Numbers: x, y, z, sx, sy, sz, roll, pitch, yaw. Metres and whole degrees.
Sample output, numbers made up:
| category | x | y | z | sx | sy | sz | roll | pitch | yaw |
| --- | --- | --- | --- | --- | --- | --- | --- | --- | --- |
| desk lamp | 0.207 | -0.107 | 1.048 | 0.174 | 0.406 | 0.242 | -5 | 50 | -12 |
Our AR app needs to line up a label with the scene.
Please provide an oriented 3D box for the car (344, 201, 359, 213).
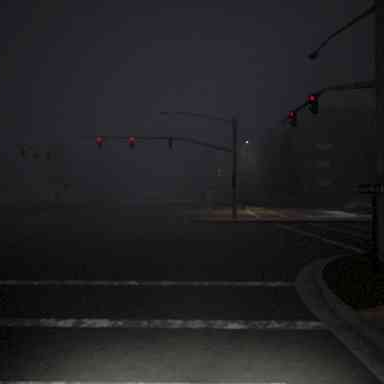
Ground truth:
| category | x | y | z | sx | sy | sz | roll | pitch | yaw |
| --- | --- | --- | --- | --- | --- | --- | --- | --- | --- |
| car | 19.384 | 1.514 | 36.905 | 4.674 | 1.442 | 1.812 | 0 | 0 | 0 |

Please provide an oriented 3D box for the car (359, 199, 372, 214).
| category | x | y | z | sx | sy | sz | roll | pitch | yaw |
| --- | --- | --- | --- | --- | --- | --- | --- | --- | --- |
| car | 19.994 | 1.467 | 33.410 | 5.008 | 1.535 | 1.882 | 0 | 0 | 0 |
